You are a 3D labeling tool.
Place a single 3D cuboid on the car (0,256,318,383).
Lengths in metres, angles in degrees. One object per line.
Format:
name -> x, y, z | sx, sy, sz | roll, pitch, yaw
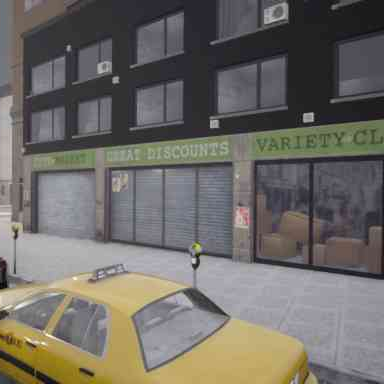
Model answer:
car -> -1.144, 1.525, 3.898 | 4.829, 1.417, 1.752 | 0, 1, 35
